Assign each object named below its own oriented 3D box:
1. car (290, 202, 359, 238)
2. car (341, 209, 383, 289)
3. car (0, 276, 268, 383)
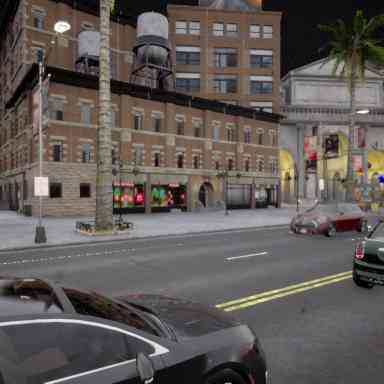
[{"bbox_3d":[7.353,1.352,17.810,4.553,1.767,2.097,0,0,-35],"label":"car"},{"bbox_3d":[5.902,1.352,7.977,4.553,1.767,2.097,0,0,-35],"label":"car"},{"bbox_3d":[-1.477,1.505,2.685,4.892,1.490,1.837,0,0,-36],"label":"car"}]
